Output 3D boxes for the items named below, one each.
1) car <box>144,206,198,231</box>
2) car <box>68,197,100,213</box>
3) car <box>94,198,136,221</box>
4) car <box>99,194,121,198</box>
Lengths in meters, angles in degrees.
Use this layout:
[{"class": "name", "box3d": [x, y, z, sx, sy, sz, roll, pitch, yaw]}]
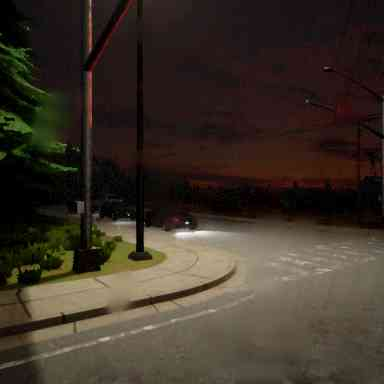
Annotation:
[{"class": "car", "box3d": [-1.406, 1.592, 20.709, 1.994, 1.385, 4.181, 0, 0, -34]}, {"class": "car", "box3d": [-12.157, 1.506, 36.488, 1.882, 1.535, 5.008, 0, 0, -34]}, {"class": "car", "box3d": [-6.305, 1.533, 27.895, 1.837, 1.490, 4.892, 0, 0, -34]}, {"class": "car", "box3d": [-10.249, 1.249, 40.235, 2.150, 2.045, 5.566, 0, 0, -34]}]
